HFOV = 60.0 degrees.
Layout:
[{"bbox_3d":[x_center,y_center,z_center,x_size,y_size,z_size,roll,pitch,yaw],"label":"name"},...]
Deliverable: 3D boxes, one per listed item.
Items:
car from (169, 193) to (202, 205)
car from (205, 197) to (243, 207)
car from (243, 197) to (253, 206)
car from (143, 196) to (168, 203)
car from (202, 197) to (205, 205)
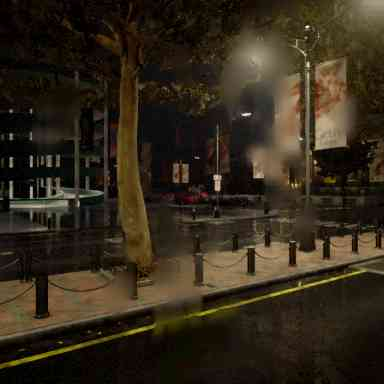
[{"bbox_3d":[-1.149,1.221,58.927,2.150,2.045,5.566,0,0,-36],"label":"car"},{"bbox_3d":[4.758,1.547,50.625,2.033,1.411,5.357,0,0,-35],"label":"car"},{"bbox_3d":[7.516,1.491,52.769,2.128,1.511,4.902,0,0,-35],"label":"car"},{"bbox_3d":[-7.809,1.478,66.769,5.008,1.535,1.882,0,0,42],"label":"car"},{"bbox_3d":[1.871,1.547,60.719,2.033,1.411,5.357,0,0,-36],"label":"car"}]
